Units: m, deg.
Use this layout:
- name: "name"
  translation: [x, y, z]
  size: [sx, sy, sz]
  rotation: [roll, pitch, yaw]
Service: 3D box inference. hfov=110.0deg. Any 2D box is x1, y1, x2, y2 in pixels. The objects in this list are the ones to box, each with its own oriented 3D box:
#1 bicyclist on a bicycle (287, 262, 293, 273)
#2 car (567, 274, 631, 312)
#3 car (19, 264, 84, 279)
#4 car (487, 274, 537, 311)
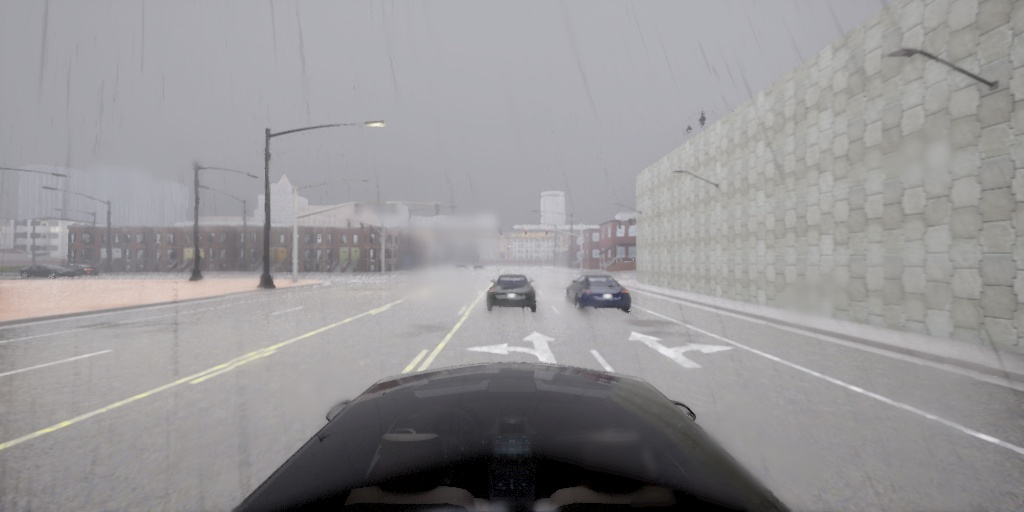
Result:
- name: "bicyclist on a bicycle"
  translation: [-30.807, 1.598, 49.892]
  size: [0.582, 1.620, 1.656]
  rotation: [0, -1, 0]
- name: "car"
  translation: [3.524, 1.466, 15.178]
  size: [1.994, 1.385, 4.181]
  rotation: [0, -1, 0]
- name: "car"
  translation: [-50.201, 1.676, 38.890]
  size: [4.892, 1.490, 1.837]
  rotation: [0, -1, 0]
- name: "car"
  translation: [0.025, 1.469, 15.387]
  size: [1.994, 1.385, 4.181]
  rotation: [0, -1, 1]
